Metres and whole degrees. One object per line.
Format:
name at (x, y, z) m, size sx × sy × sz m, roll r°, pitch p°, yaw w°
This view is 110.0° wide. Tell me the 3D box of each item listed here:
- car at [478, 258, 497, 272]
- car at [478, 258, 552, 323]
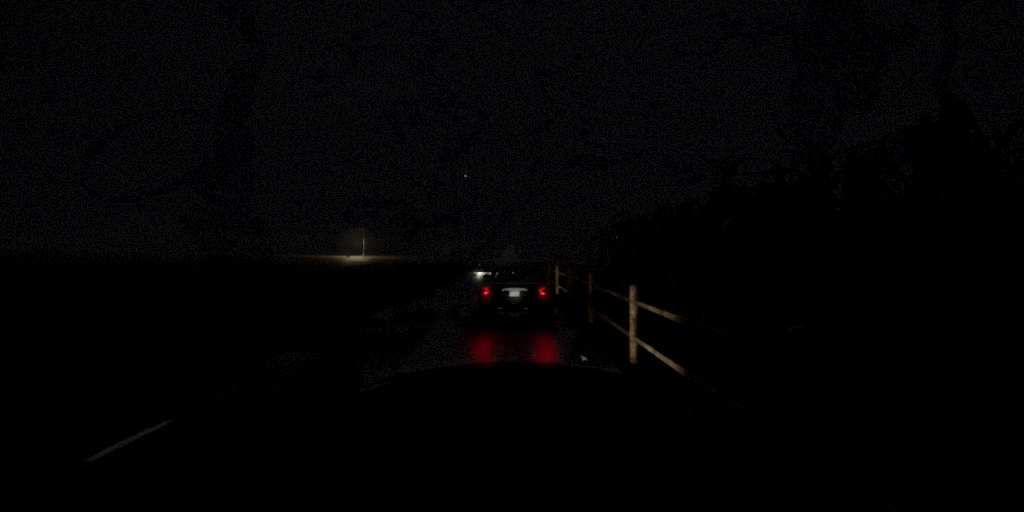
car at (-2.832, 0.989, 41.891) m, size 1.882 × 1.535 × 5.008 m, roll 0°, pitch 0°, yaw 0°
car at (0.085, 1.046, 11.980) m, size 2.097 × 1.767 × 4.553 m, roll 0°, pitch 0°, yaw 0°
